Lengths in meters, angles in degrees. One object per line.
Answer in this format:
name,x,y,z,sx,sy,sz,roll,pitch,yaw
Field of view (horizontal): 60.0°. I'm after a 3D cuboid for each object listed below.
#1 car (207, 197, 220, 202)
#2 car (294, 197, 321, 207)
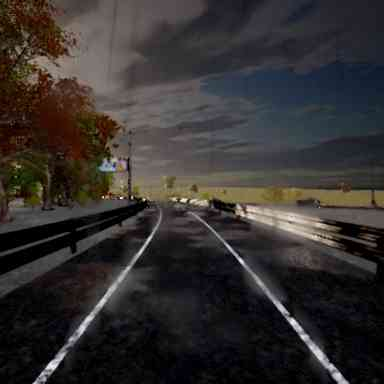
car,5.445,2.085,85.662,1.994,1.385,4.181,0,0,-25
car,19.259,1.646,55.632,2.128,1.511,4.902,0,-1,-25
